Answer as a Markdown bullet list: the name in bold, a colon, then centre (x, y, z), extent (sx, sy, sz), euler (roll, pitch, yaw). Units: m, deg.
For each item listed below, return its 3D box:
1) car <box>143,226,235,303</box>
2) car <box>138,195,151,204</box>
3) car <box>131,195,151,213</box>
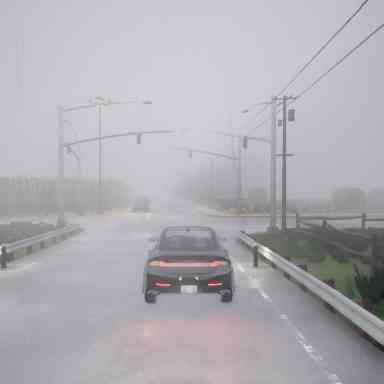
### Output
- **car**: centre (-0.098, 1.612, 8.444), extent (2.128, 1.511, 4.902), euler (0, -2, -1)
- **car**: centre (-8.056, 1.228, 56.420), extent (1.994, 1.385, 4.181), euler (0, 1, -7)
- **car**: centre (-5.718, 1.504, 37.633), extent (1.837, 1.490, 4.892), euler (0, 1, -7)
